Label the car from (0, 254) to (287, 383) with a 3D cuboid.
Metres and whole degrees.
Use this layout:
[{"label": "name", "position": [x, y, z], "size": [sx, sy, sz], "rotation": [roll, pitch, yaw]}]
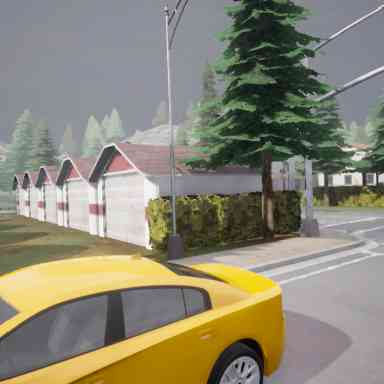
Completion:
[{"label": "car", "position": [-1.261, 1.451, 3.087], "size": [5.008, 1.535, 1.882], "rotation": [-2, 1, -35]}]
